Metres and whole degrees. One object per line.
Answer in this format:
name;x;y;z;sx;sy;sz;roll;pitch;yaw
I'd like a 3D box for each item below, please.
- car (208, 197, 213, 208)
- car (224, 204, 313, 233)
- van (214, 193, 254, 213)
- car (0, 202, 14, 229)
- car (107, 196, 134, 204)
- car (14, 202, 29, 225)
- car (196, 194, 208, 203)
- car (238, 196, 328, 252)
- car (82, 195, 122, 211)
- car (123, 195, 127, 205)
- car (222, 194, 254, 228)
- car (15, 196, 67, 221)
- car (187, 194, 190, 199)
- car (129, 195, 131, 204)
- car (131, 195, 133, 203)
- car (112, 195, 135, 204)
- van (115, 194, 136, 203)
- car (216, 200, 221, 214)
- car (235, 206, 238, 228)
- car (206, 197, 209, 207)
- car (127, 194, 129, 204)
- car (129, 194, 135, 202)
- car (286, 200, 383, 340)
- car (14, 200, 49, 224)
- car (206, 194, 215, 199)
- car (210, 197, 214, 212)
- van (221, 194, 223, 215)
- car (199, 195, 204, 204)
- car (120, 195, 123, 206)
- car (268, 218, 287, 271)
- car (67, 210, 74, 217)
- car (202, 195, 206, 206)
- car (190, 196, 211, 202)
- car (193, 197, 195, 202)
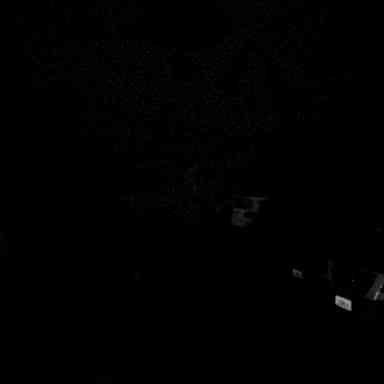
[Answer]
car;4.706;1.607;35.731;5.008;1.535;2.097;1;0;-21
car;4.753;1.555;20.672;5.008;1.535;2.097;1;0;-20
van;4.630;1.359;29.661;4.442;1.987;1.878;1;0;-20
car;-13.268;1.570;18.555;5.366;1.575;1.946;-1;0;-20
car;-15.379;1.781;71.745;5.366;1.575;1.946;-1;0;-24
car;-13.473;1.617;21.451;4.792;1.488;2.163;-1;0;-20
car;4.080;1.423;56.853;5.566;2.045;2.435;1;0;-23
car;4.781;1.272;11.673;5.566;2.045;2.435;1;0;-20
car;-13.917;1.699;51.135;5.008;1.535;2.097;-1;0;-22
car;-14.374;1.722;56.976;5.366;1.575;1.946;-1;0;-23
car;4.779;1.294;17.681;5.566;2.045;2.435;1;-1;-20
car;-13.487;1.358;27.404;5.566;2.045;2.435;-1;0;-20
car;2.184;1.749;80.889;5.366;1.575;1.946;1;0;-26
car;-14.549;1.786;62.963;4.674;1.452;2.002;-1;0;-23
car;-14.753;1.798;65.917;4.674;1.452;2.002;-1;0;-24
car;-15.434;1.667;74.786;4.553;1.767;2.185;-1;0;-25
van;-15.634;1.577;77.774;4.442;1.987;1.878;-1;0;-25
car;4.771;1.606;26.705;4.792;1.488;2.163;1;-1;-20
car;4.755;1.534;14.661;5.008;1.535;2.097;1;0;-20
car;4.647;1.618;38.749;4.892;1.521;2.231;1;0;-21
car;-14.342;1.608;60.019;4.553;1.767;2.185;-1;0;-23
car;-14.809;1.764;68.952;5.366;1.575;1.946;-1;0;-24
car;4.734;1.250;5.632;5.566;2.045;2.435;1;0;-20
car;-13.425;1.627;24.454;4.792;1.488;2.163;-1;0;-20
car;4.586;1.500;41.769;4.553;1.767;2.185;1;0;-21
car;4.893;1.596;32.788;5.366;1.575;1.946;1;0;-21
van;4.643;1.338;23.636;4.442;1.987;1.878;1;0;-20
car;4.245;1.665;53.848;5.008;1.535;2.097;1;0;-23
car;-14.088;1.586;54.086;4.553;1.767;2.185;-1;0;-22
car;4.727;1.542;8.639;4.792;1.488;2.163;1;0;-20
car;-13.300;1.615;30.456;5.366;1.575;1.946;-1;-1;-20
car;4.454;1.645;47.814;5.008;1.535;2.097;1;0;-22
car;2.237;1.800;83.949;4.792;1.488;2.163;1;-1;-26
car;3.364;1.754;68.932;4.674;1.452;2.002;1;-1;-24
